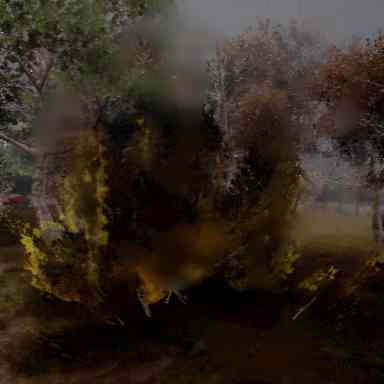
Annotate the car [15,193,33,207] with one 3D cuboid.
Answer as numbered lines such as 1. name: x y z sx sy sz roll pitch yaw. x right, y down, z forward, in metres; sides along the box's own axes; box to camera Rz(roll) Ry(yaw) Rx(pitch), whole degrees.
1. car: -23.876 1.105 44.391 2.150 2.045 5.566 0 1 5
